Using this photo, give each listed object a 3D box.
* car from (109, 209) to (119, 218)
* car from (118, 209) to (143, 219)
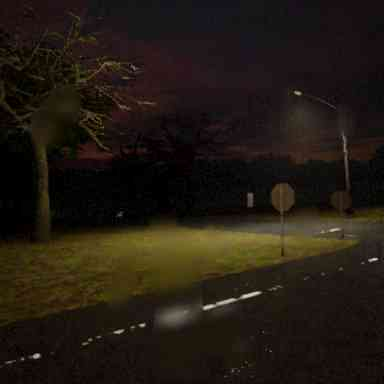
[{"bbox_3d":[-14.249,4.008,62.938,2.128,1.511,4.902,-3,-1,-35],"label":"car"},{"bbox_3d":[-10.211,3.774,57.186,2.033,1.411,5.357,-3,-1,-35],"label":"car"}]
